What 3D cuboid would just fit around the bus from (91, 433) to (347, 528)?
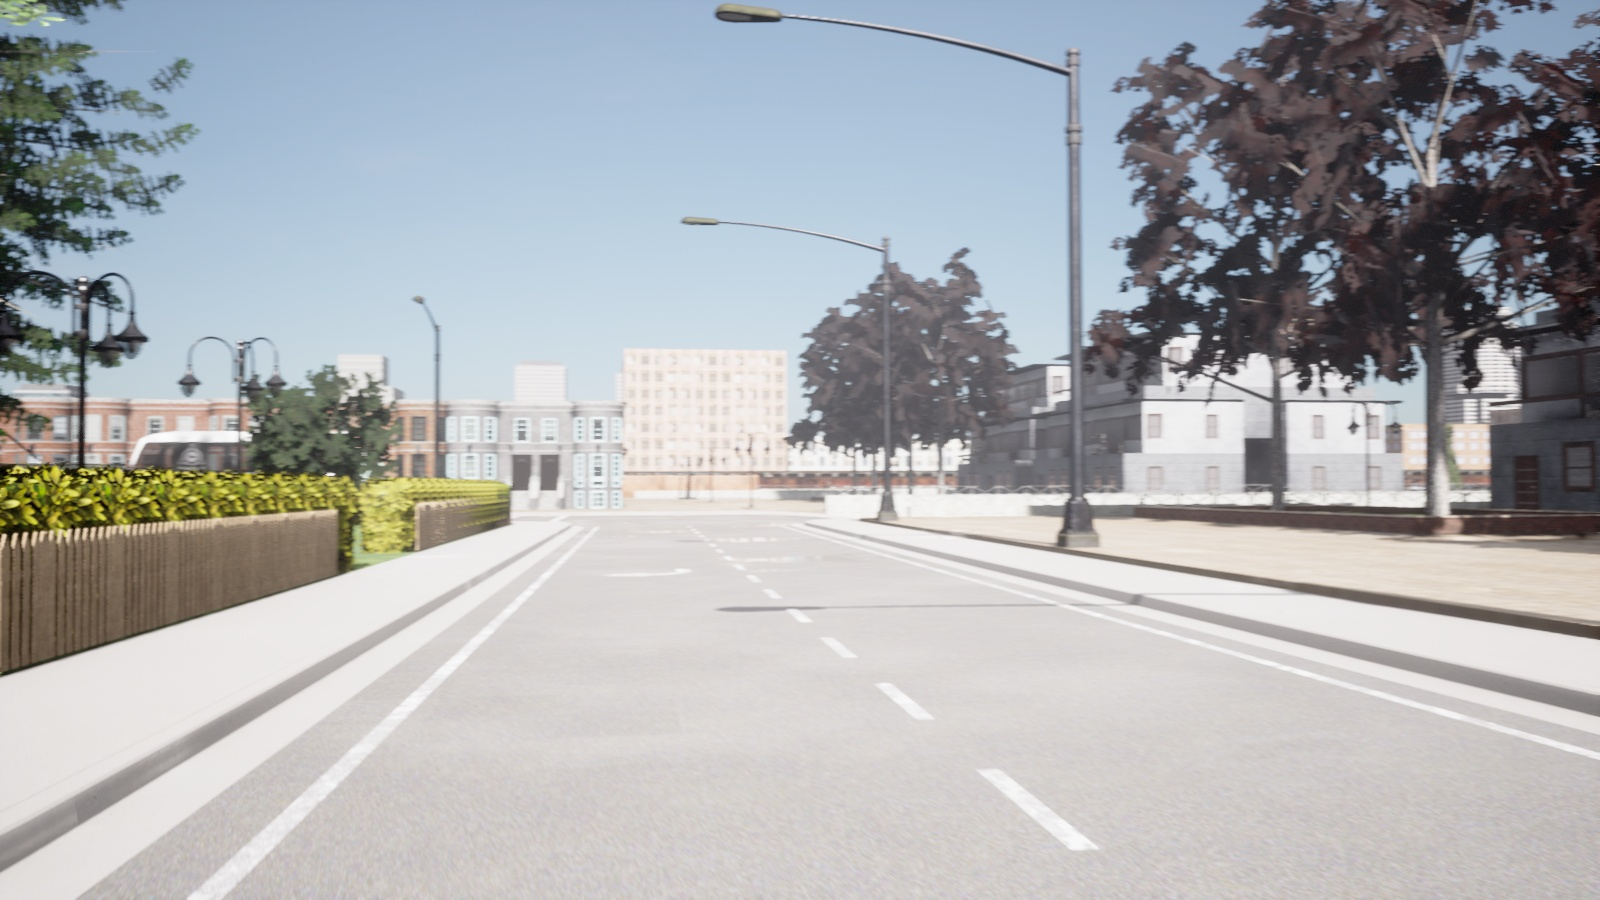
[{"bbox_3d":[-27.239,1.429,59.461,10.273,4.253,3.944,0,-2,-8],"label":"bus"}]
